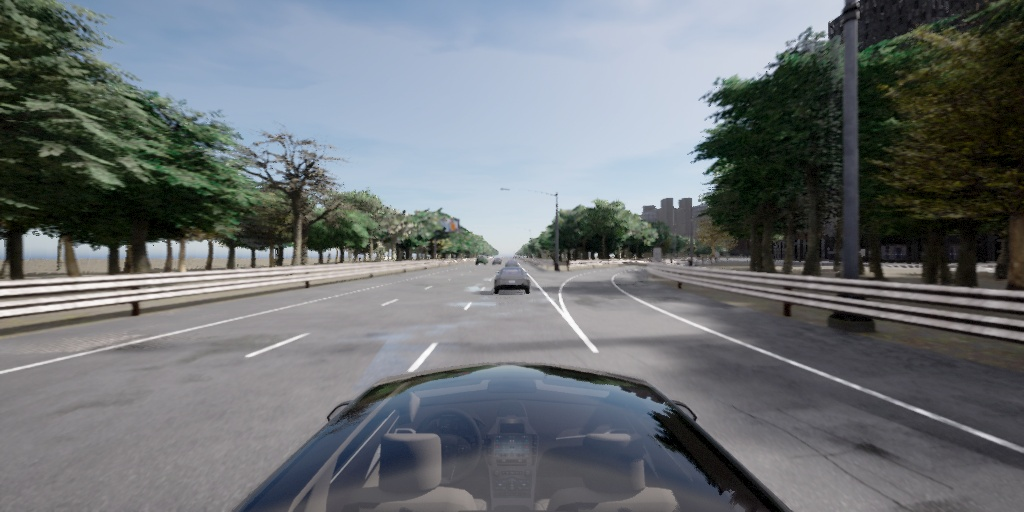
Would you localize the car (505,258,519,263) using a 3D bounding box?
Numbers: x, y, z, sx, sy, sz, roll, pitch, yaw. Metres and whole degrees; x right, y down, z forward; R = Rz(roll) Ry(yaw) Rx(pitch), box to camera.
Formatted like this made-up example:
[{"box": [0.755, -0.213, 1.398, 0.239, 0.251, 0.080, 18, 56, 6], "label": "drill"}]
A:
[{"box": [0.006, 1.316, 50.945, 1.994, 1.385, 4.181, 0, 0, 0], "label": "car"}]

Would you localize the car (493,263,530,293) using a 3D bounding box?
[{"box": [0.002, 1.313, 20.784, 1.994, 1.385, 4.181, 0, 0, 0], "label": "car"}]
